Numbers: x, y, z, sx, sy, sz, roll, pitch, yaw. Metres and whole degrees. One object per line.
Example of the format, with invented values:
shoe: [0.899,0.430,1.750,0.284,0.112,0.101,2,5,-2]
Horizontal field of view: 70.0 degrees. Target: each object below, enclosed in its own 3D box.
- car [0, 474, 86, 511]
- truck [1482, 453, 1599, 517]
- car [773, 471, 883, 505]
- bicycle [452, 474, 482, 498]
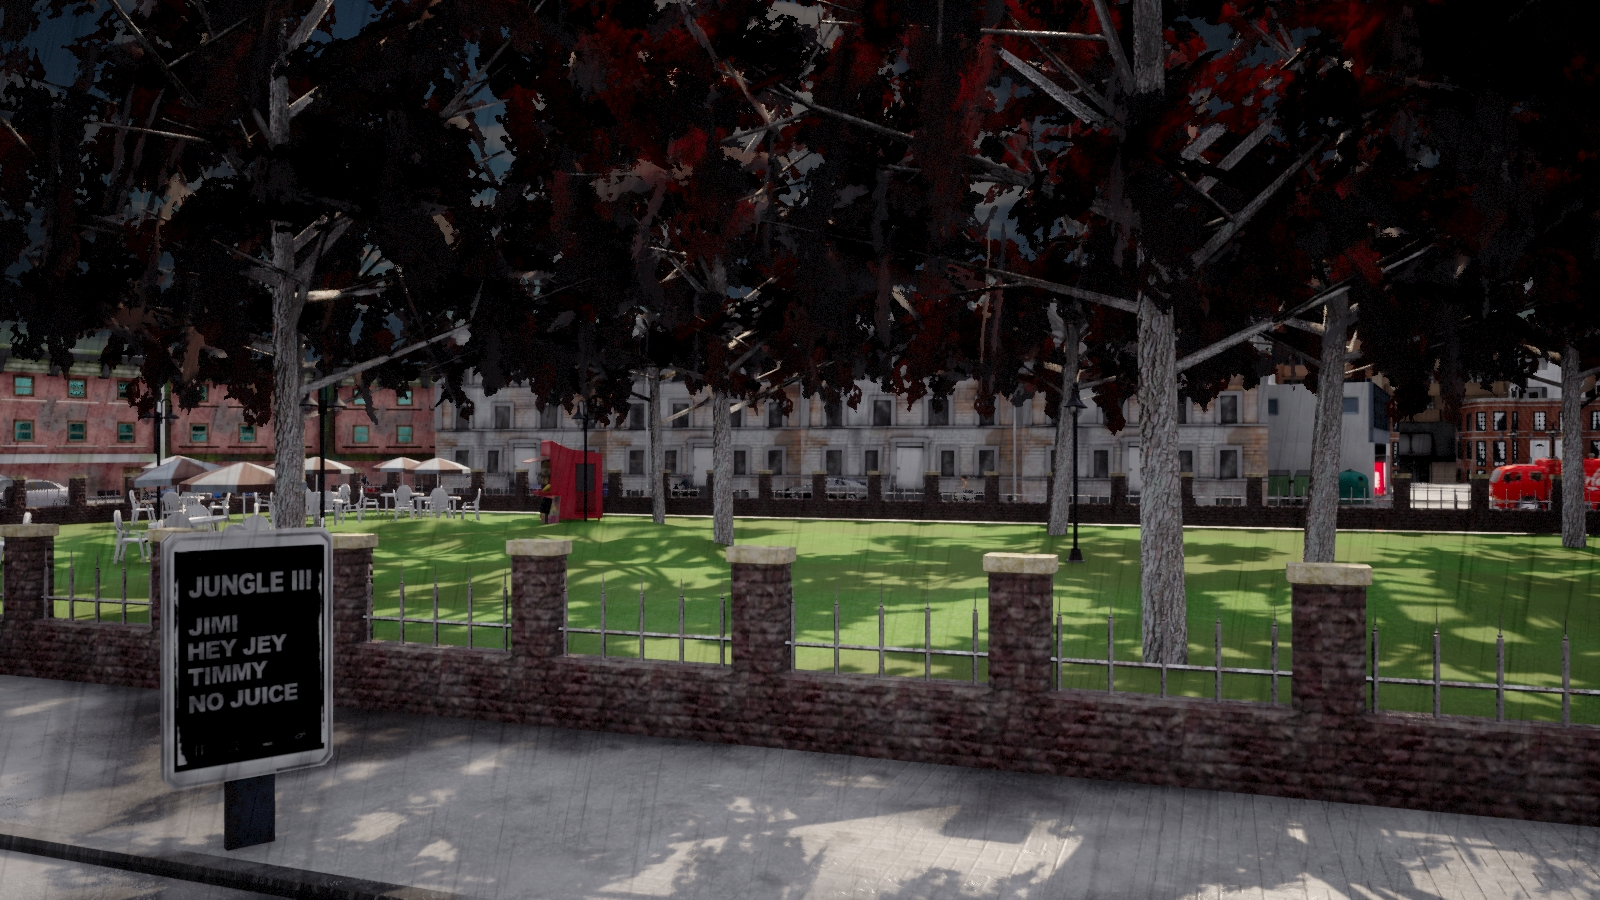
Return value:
car: [-34.783,1.861,50.721,2.231,1.480,4.892,0,0,20]
truck: [30.292,1.343,45.265,5.204,2.467,2.627,0,0,20]
car: [1.373,1.834,55.745,4.902,1.511,2.128,0,0,20]
bicycle: [-18.311,1.952,62.856,1.643,1.296,0.373,0,0,20]
